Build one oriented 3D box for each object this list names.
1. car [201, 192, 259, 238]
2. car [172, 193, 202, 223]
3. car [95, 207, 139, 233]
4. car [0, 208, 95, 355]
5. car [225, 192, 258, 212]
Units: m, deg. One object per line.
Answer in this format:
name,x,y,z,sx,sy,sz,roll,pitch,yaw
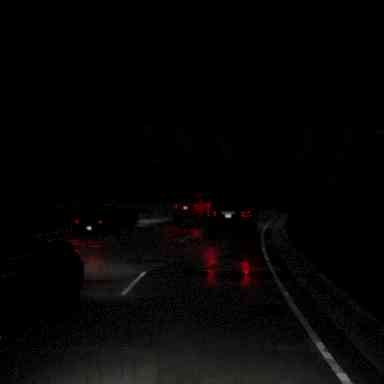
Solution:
car,2.209,1.132,17.337,2.150,2.045,5.566,0,0,13
car,0.342,1.100,24.019,2.150,2.045,5.566,0,0,17
car,-4.655,1.508,18.870,1.895,1.301,4.718,0,0,13
car,-3.226,1.203,3.948,2.150,2.045,5.566,0,0,3
car,5.378,1.033,36.883,2.150,2.045,5.566,1,0,-8
